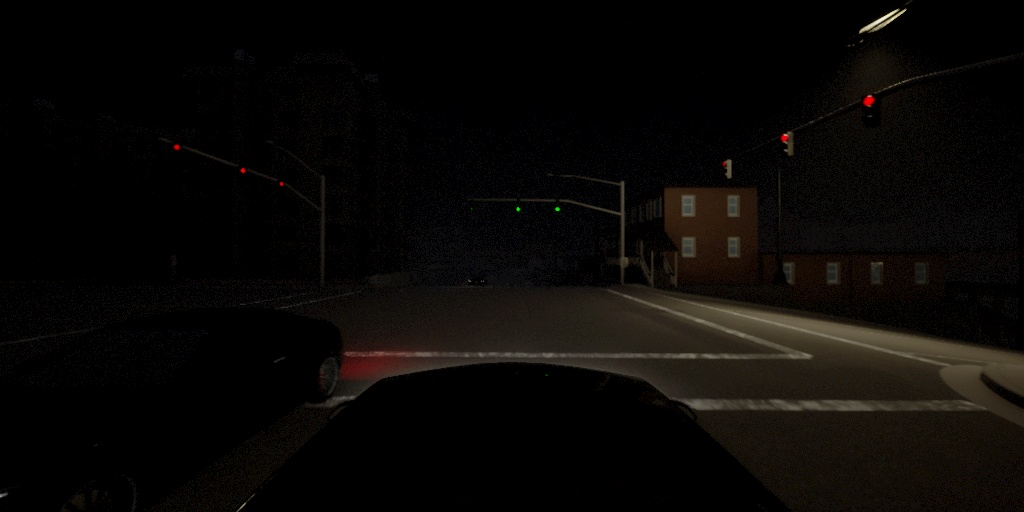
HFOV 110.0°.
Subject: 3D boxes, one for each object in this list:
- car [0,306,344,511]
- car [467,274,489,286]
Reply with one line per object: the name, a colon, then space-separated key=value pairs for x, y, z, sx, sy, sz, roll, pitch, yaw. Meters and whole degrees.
car: x=-3.488 y=1.337 z=3.783 sx=1.812 sy=1.442 sz=4.674 roll=0 pitch=-1 yaw=0
car: x=-3.486 y=2.665 z=37.300 sx=1.837 sy=1.490 sz=4.892 roll=0 pitch=-8 yaw=0
